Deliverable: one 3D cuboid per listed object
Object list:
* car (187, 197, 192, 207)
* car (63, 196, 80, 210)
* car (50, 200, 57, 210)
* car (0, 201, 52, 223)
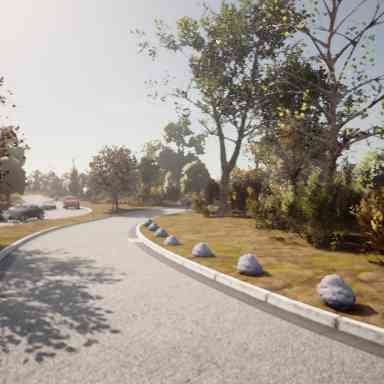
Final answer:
[{"bbox_3d":[0.836,1.617,55.427,2.097,1.767,4.553,0,1,21],"label":"car"},{"bbox_3d":[-19.439,1.714,53.588,2.150,2.045,5.566,0,0,-26],"label":"car"},{"bbox_3d":[-22.355,2.041,52.162,2.033,1.411,5.357,0,0,-26],"label":"car"},{"bbox_3d":[-14.557,1.784,28.771,2.128,1.511,4.902,0,-1,3],"label":"car"}]
